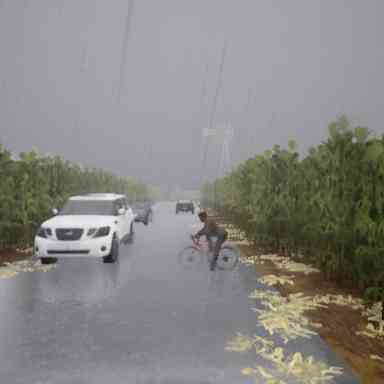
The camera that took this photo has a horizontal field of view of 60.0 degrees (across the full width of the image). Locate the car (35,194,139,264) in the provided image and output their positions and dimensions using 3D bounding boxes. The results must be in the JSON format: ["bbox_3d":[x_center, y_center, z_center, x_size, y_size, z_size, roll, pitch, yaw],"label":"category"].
[{"bbox_3d":[-3.446,1.117,11.821,2.150,2.045,5.566,0,1,-1],"label":"car"}]

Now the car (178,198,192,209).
[{"bbox_3d":[-1.060,1.621,48.496,1.994,1.385,4.181,0,0,-1],"label":"car"}]

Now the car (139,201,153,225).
[{"bbox_3d":[-3.686,1.364,22.282,2.128,1.511,4.902,0,-1,-1],"label":"car"}]

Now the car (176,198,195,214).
[{"bbox_3d":[-0.755,1.509,36.008,1.882,1.535,5.008,0,0,-1],"label":"car"}]

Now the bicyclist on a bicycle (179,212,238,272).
[{"bbox_3d":[0.453,1.385,9.181,1.656,1.620,0.582,0,1,-1],"label":"bicyclist on a bicycle"}]
